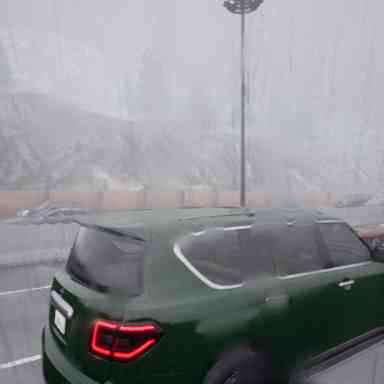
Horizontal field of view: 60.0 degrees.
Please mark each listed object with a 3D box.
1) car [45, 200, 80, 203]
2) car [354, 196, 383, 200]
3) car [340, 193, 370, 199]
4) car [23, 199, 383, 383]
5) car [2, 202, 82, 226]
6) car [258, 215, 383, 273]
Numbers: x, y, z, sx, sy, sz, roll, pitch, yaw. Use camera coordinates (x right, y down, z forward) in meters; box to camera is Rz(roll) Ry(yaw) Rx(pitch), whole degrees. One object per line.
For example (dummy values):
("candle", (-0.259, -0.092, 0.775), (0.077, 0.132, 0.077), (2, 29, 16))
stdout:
("car", (-9.584, 1.348, 22.949), (4.553, 1.767, 2.097), (0, 0, -35))
("car", (19.334, 1.491, 34.904), (4.674, 1.442, 1.812), (0, 0, -35))
("car", (18.879, 1.189, 38.872), (5.566, 2.045, 2.150), (0, 0, -35))
("car", (1.026, 1.218, 4.475), (5.566, 2.045, 2.150), (0, 0, -35))
("car", (-6.637, 1.489, 16.452), (4.902, 1.511, 2.128), (0, 0, -35))
("car", (4.585, 1.591, 11.302), (4.718, 1.301, 1.895), (0, 0, -35))
